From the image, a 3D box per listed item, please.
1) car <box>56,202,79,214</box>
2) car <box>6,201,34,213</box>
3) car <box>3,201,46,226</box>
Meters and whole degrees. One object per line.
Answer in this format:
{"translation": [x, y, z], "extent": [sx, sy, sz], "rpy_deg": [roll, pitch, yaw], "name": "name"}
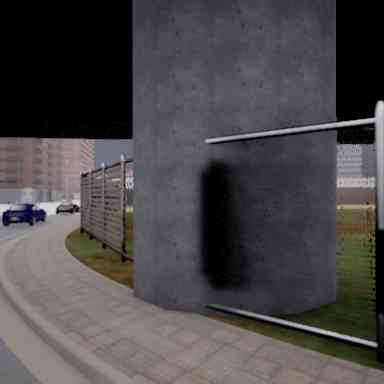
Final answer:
{"translation": [-14.715, 1.848, 39.425], "extent": [1.994, 1.385, 4.181], "rpy_deg": [0, 0, -9], "name": "car"}
{"translation": [-22.598, 1.914, 43.949], "extent": [1.994, 1.385, 4.181], "rpy_deg": [0, 0, -8], "name": "car"}
{"translation": [-12.535, 1.675, 25.191], "extent": [1.882, 1.535, 5.008], "rpy_deg": [0, 0, -9], "name": "car"}
